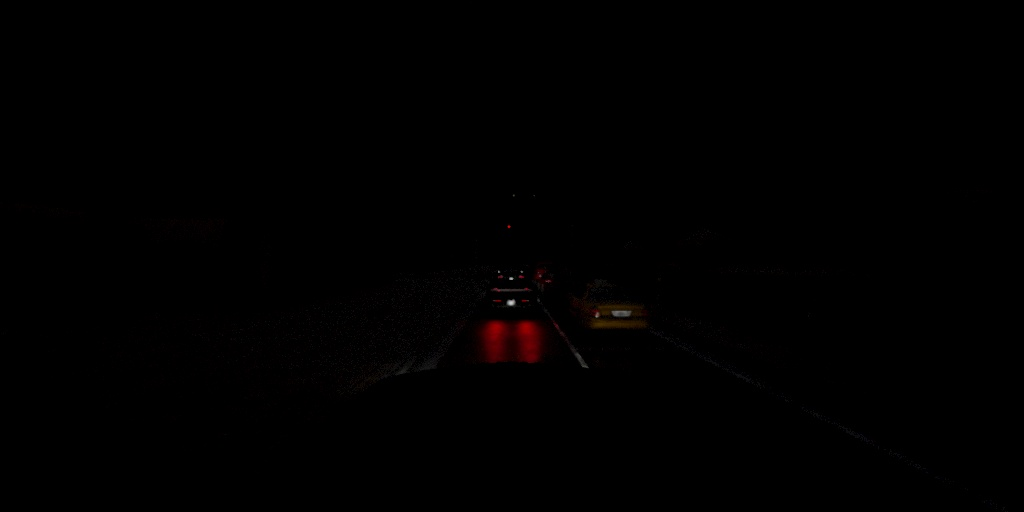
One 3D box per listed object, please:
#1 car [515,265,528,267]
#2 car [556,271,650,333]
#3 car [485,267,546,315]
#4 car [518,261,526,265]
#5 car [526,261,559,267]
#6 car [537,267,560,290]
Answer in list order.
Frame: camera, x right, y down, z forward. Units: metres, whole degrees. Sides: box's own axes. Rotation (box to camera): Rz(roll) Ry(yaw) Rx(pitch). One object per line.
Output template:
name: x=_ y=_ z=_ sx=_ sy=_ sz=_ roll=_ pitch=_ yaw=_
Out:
car: x=-0.104 y=1.569 z=26.161 sx=1.994 sy=1.385 sz=4.181 roll=0 pitch=-1 yaw=-1
car: x=2.595 y=1.364 z=10.878 sx=1.751 sy=1.417 sz=4.829 roll=0 pitch=0 yaw=0
car: x=-0.019 y=1.369 z=14.325 sx=2.128 sy=1.511 sz=4.902 roll=0 pitch=-1 yaw=0
car: x=2.348 y=1.873 z=53.482 sx=1.888 sy=1.381 sz=4.507 roll=0 pitch=0 yaw=0
car: x=2.501 y=1.329 z=27.055 sx=2.192 sy=1.841 sz=5.009 roll=0 pitch=0 yaw=0
car: x=2.533 y=1.536 z=21.606 sx=1.802 sy=1.307 sz=4.207 roll=0 pitch=0 yaw=0
